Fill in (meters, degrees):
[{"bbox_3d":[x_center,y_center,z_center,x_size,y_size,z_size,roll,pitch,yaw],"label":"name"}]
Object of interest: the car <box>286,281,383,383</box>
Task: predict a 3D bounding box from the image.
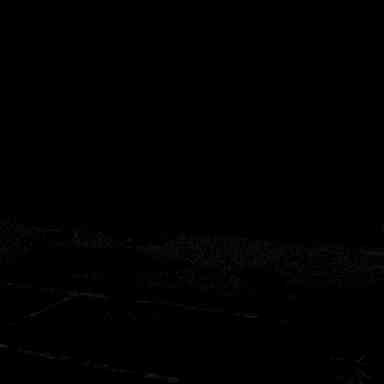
[{"bbox_3d":[3.488,1.724,4.282,4.313,1.339,1.947,2,0,16],"label":"car"}]
